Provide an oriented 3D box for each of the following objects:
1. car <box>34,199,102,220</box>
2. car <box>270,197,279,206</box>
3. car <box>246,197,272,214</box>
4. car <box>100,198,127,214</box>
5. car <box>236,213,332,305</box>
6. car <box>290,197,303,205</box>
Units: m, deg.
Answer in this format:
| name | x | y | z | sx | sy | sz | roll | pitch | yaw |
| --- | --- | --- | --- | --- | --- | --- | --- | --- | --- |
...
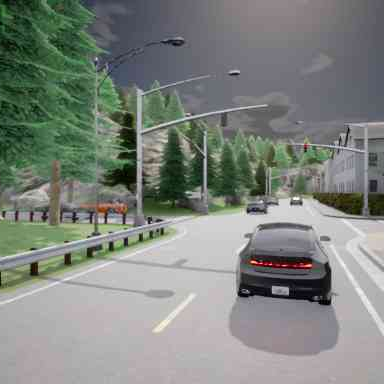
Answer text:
| name | x | y | z | sx | sy | sz | roll | pitch | yaw |
| --- | --- | --- | --- | --- | --- | --- | --- | --- | --- |
| car | -10.619 | 1.563 | 27.707 | 5.357 | 1.411 | 2.033 | 0 | 0 | 19 |
| car | 12.789 | 1.564 | 53.145 | 1.994 | 1.385 | 4.181 | 0 | 0 | 18 |
| car | 6.806 | 1.564 | 34.466 | 1.994 | 1.385 | 4.181 | 0 | 0 | 18 |
| car | -8.390 | 1.367 | 30.752 | 4.553 | 1.767 | 2.097 | 0 | 0 | 18 |
| car | 2.299 | 1.505 | 8.222 | 1.837 | 1.490 | 4.892 | 0 | 0 | 18 |
| car | 18.237 | 1.564 | 58.095 | 1.994 | 1.385 | 4.181 | 0 | 0 | 18 |
